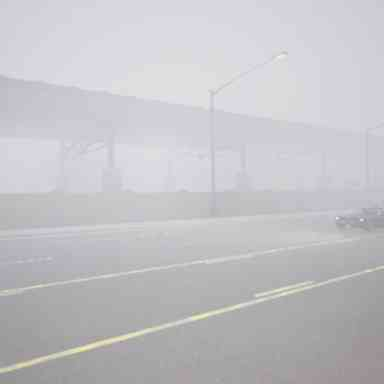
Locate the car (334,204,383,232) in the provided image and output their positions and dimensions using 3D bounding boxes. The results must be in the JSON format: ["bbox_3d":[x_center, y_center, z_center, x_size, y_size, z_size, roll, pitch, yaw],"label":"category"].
[{"bbox_3d":[10.684,1.608,20.156,4.718,1.301,1.895,0,0,-35],"label":"car"}]

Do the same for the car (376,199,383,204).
[{"bbox_3d":[17.553,1.363,29.262,4.553,1.767,2.097,0,0,-37],"label":"car"}]
